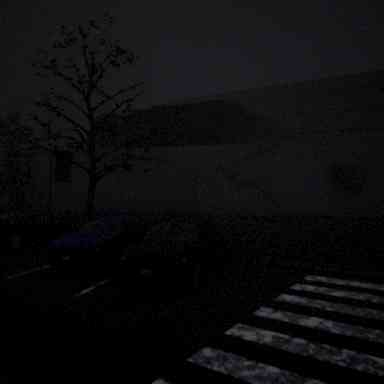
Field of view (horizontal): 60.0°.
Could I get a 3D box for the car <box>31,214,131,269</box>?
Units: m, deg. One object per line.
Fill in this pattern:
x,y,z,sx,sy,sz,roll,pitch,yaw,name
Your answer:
-2.739,1.580,11.452,2.097,1.535,5.008,0,-1,16,car

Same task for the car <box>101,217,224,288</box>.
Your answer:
-0.331,1.541,9.727,2.097,1.535,5.008,0,-1,16,car

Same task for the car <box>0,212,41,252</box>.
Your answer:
-7.535,1.667,14.911,2.231,1.521,4.892,-1,-1,17,car
